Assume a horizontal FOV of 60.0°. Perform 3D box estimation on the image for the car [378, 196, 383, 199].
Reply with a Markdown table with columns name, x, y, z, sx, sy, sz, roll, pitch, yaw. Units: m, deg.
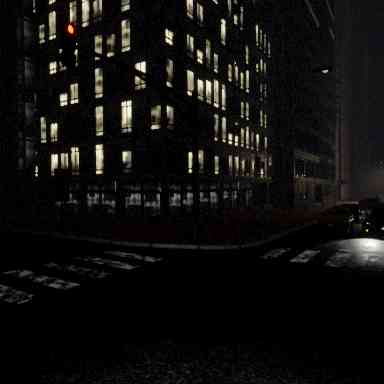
| name | x | y | z | sx | sy | sz | roll | pitch | yaw |
| --- | --- | --- | --- | --- | --- | --- | --- | --- | --- |
| car | 20.521 | 1.470 | 33.998 | 2.128 | 1.511 | 4.902 | 0 | 0 | 32 |

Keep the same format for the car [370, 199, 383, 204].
| name | x | y | z | sx | sy | sz | roll | pitch | yaw |
| --- | --- | --- | --- | --- | --- | --- | --- | --- | --- |
| car | 15.125 | 1.531 | 25.413 | 2.033 | 1.411 | 5.357 | 0 | 0 | 32 |

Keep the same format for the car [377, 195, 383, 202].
| name | x | y | z | sx | sy | sz | roll | pitch | yaw |
| --- | --- | --- | --- | --- | --- | --- | --- | --- | --- |
| car | 44.685 | 1.508 | 78.101 | 2.008 | 1.369 | 4.403 | -1 | -1 | 32 |

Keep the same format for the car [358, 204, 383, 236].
| name | x | y | z | sx | sy | sz | roll | pitch | yaw |
| --- | --- | --- | --- | --- | --- | --- | --- | --- | --- |
| car | 10.161 | 1.553 | 17.462 | 1.994 | 1.385 | 4.181 | 0 | 0 | 32 |

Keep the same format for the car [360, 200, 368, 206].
| name | x | y | z | sx | sy | sz | roll | pitch | yaw |
| --- | --- | --- | --- | --- | --- | --- | --- | --- | --- |
| car | 11.909 | 1.552 | 25.237 | 1.947 | 1.339 | 4.313 | -1 | -1 | 32 |

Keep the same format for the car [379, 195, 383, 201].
| name | x | y | z | sx | sy | sz | roll | pitch | yaw |
| --- | --- | --- | --- | --- | --- | --- | --- | --- | --- |
| car | 47.665 | 1.537 | 82.907 | 1.802 | 1.307 | 4.206 | -1 | -1 | 32 |

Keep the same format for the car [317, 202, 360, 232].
| name | x | y | z | sx | sy | sz | roll | pitch | yaw |
| --- | --- | --- | --- | --- | --- | --- | --- | --- | --- |
| car | 8.840 | 1.514 | 20.287 | 1.752 | 1.417 | 4.829 | -1 | -1 | 32 |

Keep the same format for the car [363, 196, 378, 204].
| name | x | y | z | sx | sy | sz | roll | pitch | yaw |
| --- | --- | --- | --- | --- | --- | --- | --- | --- | --- |
| car | 20.848 | 1.522 | 39.654 | 1.887 | 1.381 | 4.507 | -1 | -1 | 32 |
